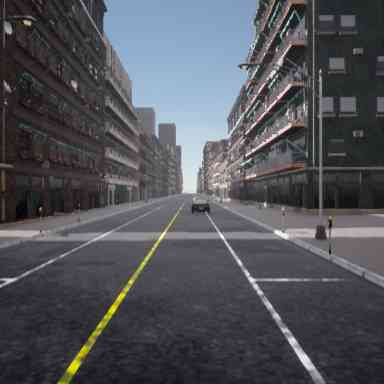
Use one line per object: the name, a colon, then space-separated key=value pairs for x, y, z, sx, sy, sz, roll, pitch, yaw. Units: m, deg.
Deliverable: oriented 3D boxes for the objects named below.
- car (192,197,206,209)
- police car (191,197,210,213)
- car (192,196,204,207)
car: x=0.900 y=1.486 z=45.686 sx=1.882 sy=1.535 sz=5.008 roll=0 pitch=0 yaw=0
police car: x=0.900 y=1.428 z=35.796 sx=1.930 sy=1.638 sz=5.238 roll=0 pitch=0 yaw=0
car: x=0.900 y=1.475 z=51.875 sx=1.801 sy=1.575 sz=5.366 roll=0 pitch=0 yaw=0
